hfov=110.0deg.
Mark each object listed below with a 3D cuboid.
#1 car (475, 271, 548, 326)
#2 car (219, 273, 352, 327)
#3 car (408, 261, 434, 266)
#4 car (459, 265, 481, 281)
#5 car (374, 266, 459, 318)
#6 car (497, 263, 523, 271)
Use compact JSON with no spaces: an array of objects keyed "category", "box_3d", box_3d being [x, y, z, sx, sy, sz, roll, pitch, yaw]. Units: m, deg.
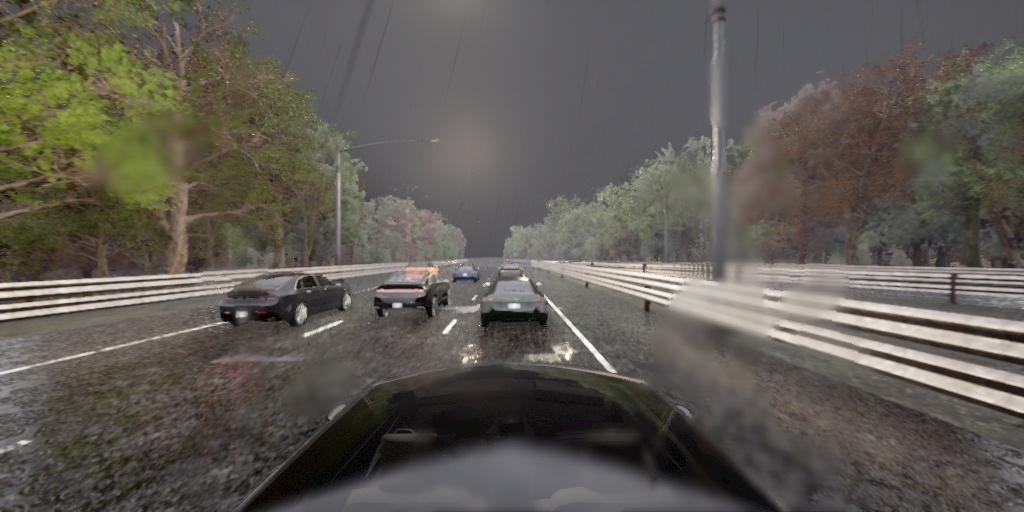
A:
[{"category":"car","box_3d":[0.051,1.345,11.793,1.994,1.385,4.181,0,0,0]},{"category":"car","box_3d":[-6.948,1.288,11.651,1.837,1.490,4.892,0,0,0]},{"category":"car","box_3d":[-7.166,1.201,28.863,2.097,1.767,4.553,0,0,-1]},{"category":"car","box_3d":[-3.683,1.415,29.833,1.994,1.385,4.181,0,0,-1]},{"category":"car","box_3d":[-3.458,1.279,13.193,2.128,1.511,4.902,0,0,0]},{"category":"car","box_3d":[-0.167,1.338,29.094,2.128,1.511,4.902,0,0,-1]}]
